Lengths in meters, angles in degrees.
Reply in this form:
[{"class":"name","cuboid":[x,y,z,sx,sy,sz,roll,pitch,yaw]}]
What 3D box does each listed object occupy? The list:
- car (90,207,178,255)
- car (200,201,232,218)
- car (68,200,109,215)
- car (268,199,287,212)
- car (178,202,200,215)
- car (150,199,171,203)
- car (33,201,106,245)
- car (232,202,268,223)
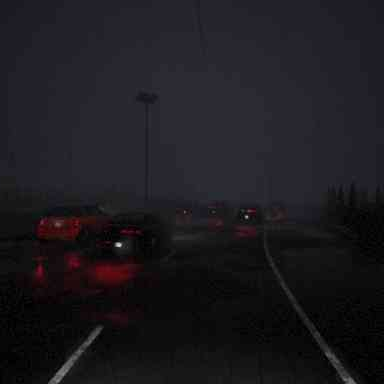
[{"class":"car","cuboid":[-2.072,1.526,13.553,1.837,1.490,4.892,0,0,9]},{"class":"car","cuboid":[2.752,1.566,31.224,2.128,1.511,4.902,0,0,21]},{"class":"car","cuboid":[-10.880,1.602,35.330,1.994,1.385,4.181,0,0,20]},{"class":"car","cuboid":[10.726,1.648,41.472,1.812,1.442,4.674,0,0,23]},{"class":"car","cuboid":[0.134,1.673,34.239,1.895,1.301,4.718,0,0,21]},{"class":"car","cuboid":[-4.054,1.640,42.777,1.837,1.490,4.892,0,0,23]},{"class":"car","cuboid":[-5.201,1.368,15.877,2.097,1.767,4.553,0,0,10]},{"class":"car","cuboid":[4.683,1.573,26.292,1.837,1.490,4.892,0,-1,18]}]
